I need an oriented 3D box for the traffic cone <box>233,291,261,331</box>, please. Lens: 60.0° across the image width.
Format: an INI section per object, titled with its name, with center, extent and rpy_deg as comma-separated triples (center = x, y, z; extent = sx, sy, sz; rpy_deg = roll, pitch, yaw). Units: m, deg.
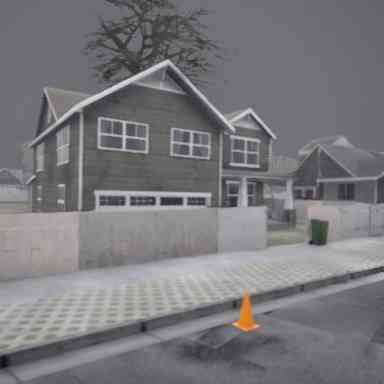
[traffic cone]
center = 0.925, 1.970, 5.629
extent = 0.340, 0.580, 0.340
rpy_deg = 0, 0, -34
